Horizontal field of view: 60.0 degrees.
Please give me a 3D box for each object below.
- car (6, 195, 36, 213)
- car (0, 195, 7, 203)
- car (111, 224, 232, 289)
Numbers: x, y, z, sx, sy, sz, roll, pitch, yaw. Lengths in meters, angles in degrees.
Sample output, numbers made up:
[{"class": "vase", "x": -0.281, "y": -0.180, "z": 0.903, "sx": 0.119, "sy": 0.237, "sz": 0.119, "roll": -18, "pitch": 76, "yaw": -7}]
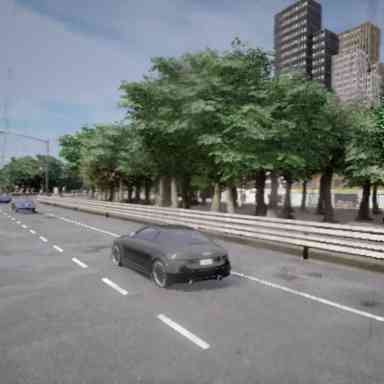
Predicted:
[{"class": "car", "x": -17.233, "y": 1.323, "z": 33.922, "sx": 2.033, "sy": 1.411, "sz": 5.357, "roll": 2, "pitch": 0, "yaw": -34}, {"class": "car", "x": -29.920, "y": 1.140, "z": 53.342, "sx": 1.994, "sy": 1.385, "sz": 4.181, "roll": 2, "pitch": 0, "yaw": -29}, {"class": "car", "x": -0.774, "y": 1.611, "z": 9.544, "sx": 1.994, "sy": 1.385, "sz": 4.181, "roll": 2, "pitch": -1, "yaw": -34}]
